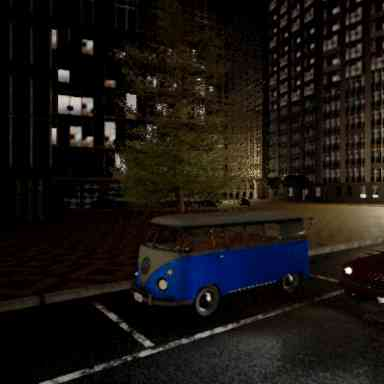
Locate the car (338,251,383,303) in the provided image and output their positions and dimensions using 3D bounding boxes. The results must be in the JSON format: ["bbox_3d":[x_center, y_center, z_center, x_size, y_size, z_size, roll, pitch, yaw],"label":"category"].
[{"bbox_3d":[5.183,1.592,7.069,4.718,1.301,1.895,0,0,-35],"label":"car"}]

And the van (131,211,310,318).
[{"bbox_3d":[0.764,1.337,7.103,3.998,1.788,1.690,0,0,-36],"label":"van"}]
